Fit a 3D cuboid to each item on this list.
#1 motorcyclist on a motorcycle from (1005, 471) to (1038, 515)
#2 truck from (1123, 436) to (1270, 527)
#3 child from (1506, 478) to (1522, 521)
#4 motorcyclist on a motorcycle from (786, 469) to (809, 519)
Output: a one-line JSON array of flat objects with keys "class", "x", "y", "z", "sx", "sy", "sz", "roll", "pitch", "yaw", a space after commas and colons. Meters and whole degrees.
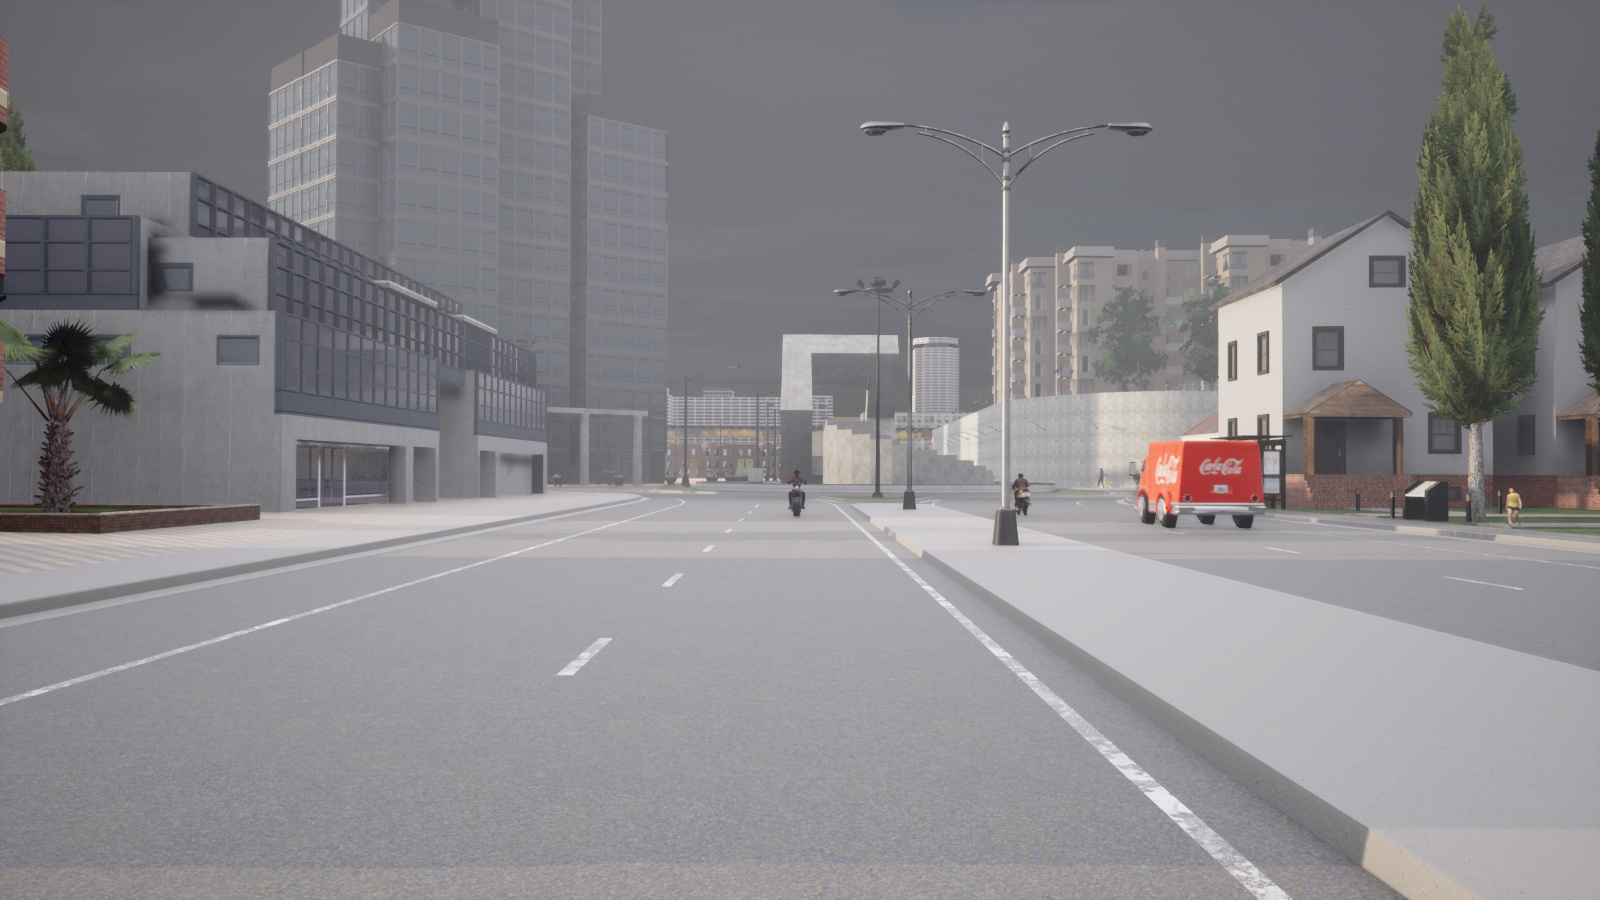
[{"class": "motorcyclist on a motorcycle", "x": 7.899, "y": 1.517, "z": 44.889, "sx": 0.797, "sy": 1.523, "sz": 2.044, "roll": 0, "pitch": -1, "yaw": 0}, {"class": "truck", "x": 11.415, "y": 0.896, "z": 36.644, "sx": 2.627, "sy": 2.467, "sz": 5.204, "roll": 0, "pitch": -1, "yaw": 0}, {"class": "child", "x": 18.521, "y": 1.271, "z": 32.565, "sx": 0.394, "sy": 1.110, "sz": 0.255, "roll": 1, "pitch": -1, "yaw": -43}, {"class": "motorcyclist on a motorcycle", "x": -0.098, "y": 1.492, "z": 43.366, "sx": 0.766, "sy": 1.649, "sz": 2.350, "roll": 0, "pitch": -1, "yaw": 0}]
